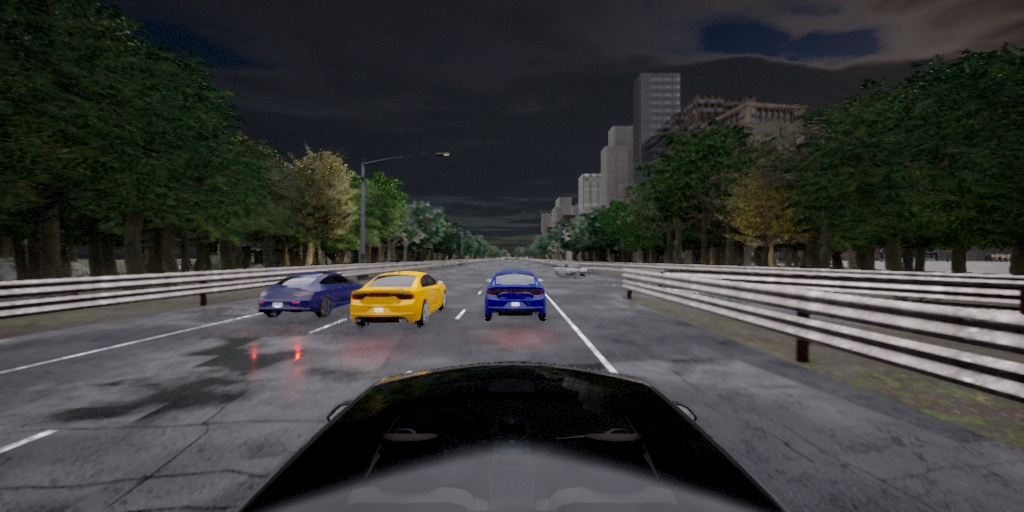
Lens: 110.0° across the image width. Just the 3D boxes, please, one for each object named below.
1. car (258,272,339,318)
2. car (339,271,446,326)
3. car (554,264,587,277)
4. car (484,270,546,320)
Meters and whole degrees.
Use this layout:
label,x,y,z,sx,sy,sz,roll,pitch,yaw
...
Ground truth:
label,x,y,z,sx,sy,sz,roll,pitch,yaw
car,-6.903,1.277,12.863,1.812,1.442,4.674,0,0,0
car,-3.402,1.229,11.638,1.882,1.535,5.008,0,0,0
car,5.770,1.421,36.204,1.895,1.301,4.718,0,0,-13
car,0.098,1.229,12.727,1.882,1.535,5.008,0,0,0
